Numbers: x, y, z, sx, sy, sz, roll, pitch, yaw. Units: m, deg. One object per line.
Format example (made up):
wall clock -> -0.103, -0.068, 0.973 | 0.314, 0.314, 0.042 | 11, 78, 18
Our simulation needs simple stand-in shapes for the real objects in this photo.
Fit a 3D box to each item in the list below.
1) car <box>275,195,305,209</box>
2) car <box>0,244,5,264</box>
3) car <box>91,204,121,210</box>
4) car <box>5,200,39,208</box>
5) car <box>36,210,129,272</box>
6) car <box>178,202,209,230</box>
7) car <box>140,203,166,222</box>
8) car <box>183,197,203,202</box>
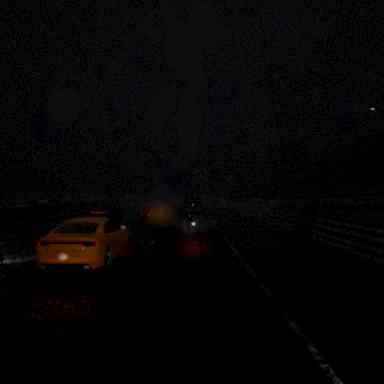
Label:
car -> 15.128, 1.552, 51.630 | 2.150, 2.045, 5.566 | 1, -1, -18
car -> -6.902, 1.651, 8.794 | 1.994, 1.385, 4.181 | 0, -1, 0
car -> -6.903, 1.744, 26.782 | 2.128, 1.511, 4.902 | 0, -1, 0
car -> -17.598, 1.673, 34.524 | 2.097, 1.767, 4.553 | 0, 0, 0
car -> -3.401, 1.588, 11.263 | 1.882, 1.535, 5.008 | 0, -1, 0
car -> 0.097, 1.724, 22.931 | 1.837, 1.490, 4.892 | 0, 0, 0
car -> -3.403, 1.754, 29.433 | 1.882, 1.535, 5.008 | 0, 0, 0
car -> 0.095, 1.596, 40.491 | 2.150, 2.045, 5.566 | 0, 0, 0
